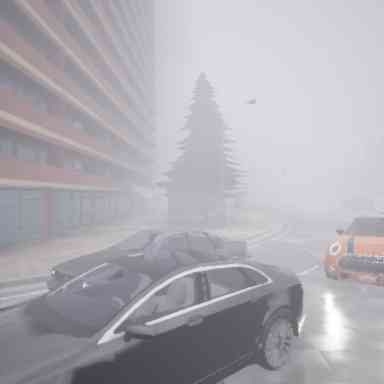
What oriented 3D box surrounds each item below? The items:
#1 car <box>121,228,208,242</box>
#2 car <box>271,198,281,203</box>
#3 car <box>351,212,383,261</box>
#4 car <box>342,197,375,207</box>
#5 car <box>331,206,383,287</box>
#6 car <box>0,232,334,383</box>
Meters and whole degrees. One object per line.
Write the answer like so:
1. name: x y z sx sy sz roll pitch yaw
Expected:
1. car: -0.668 1.644 8.407 5.357 1.411 2.033 0 -1 -45
2. car: 23.118 2.407 91.672 1.837 1.490 4.892 0 -1 2
3. car: 8.007 1.670 13.722 2.033 1.411 5.357 -1 -1 32
4. car: 21.204 1.607 42.516 2.150 2.045 5.566 0 -1 2
5. car: 5.386 1.439 9.502 2.097 1.767 4.553 -1 -1 36
6. car: -0.510 1.540 4.042 4.902 1.511 2.128 0 -1 -41
